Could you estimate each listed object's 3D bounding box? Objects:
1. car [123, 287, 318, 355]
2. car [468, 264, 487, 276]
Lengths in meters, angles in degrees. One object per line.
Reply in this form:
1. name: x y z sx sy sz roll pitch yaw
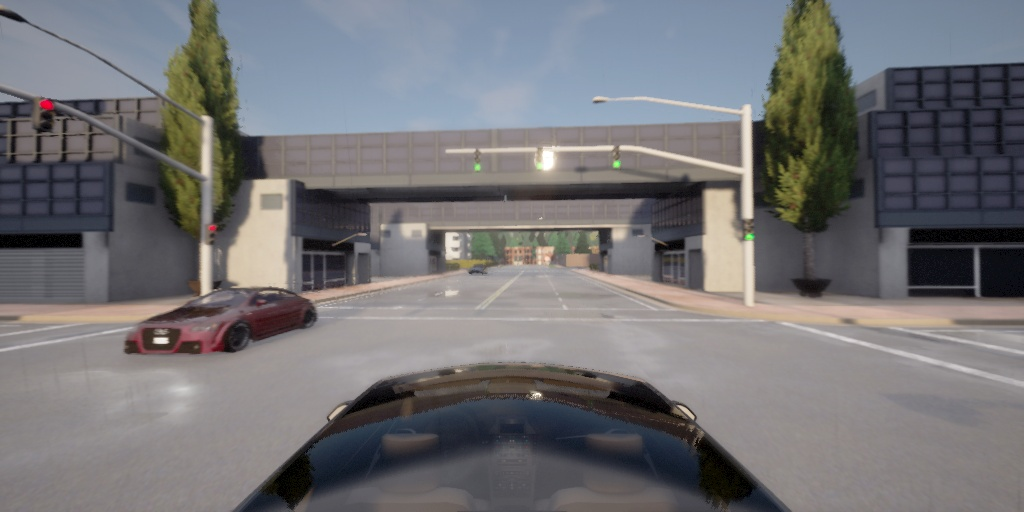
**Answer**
1. car: -6.879 1.497 9.078 1.994 1.385 4.181 0 0 2
2. car: -4.361 1.778 46.747 2.033 1.411 5.357 0 0 4
